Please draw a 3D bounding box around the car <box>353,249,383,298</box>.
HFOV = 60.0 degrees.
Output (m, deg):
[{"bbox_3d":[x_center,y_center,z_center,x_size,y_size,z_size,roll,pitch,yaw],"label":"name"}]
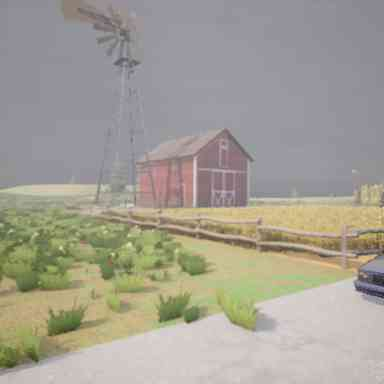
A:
[{"bbox_3d":[6.005,1.636,7.780,5.357,1.411,2.033,1,0,-35],"label":"car"}]
